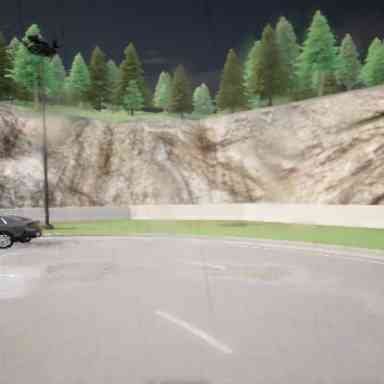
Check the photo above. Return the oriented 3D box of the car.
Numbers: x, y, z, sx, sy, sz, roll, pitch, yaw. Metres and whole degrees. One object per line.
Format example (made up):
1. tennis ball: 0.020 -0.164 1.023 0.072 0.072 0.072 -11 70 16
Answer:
1. car: -9.508 1.779 15.390 4.892 1.490 1.837 -2 -1 2
